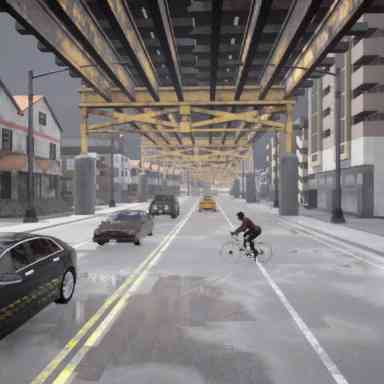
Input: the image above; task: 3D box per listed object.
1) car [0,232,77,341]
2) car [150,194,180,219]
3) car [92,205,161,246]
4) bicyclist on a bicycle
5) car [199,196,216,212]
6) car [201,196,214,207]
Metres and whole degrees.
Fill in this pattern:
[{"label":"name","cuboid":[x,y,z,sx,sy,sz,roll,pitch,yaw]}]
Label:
[{"label":"car","cuboid":[-3.473,1.505,5.412,1.837,1.490,4.892,0,0,2]},{"label":"car","cuboid":[-2.325,1.194,28.922,2.150,2.045,5.566,0,0,3]},{"label":"car","cuboid":[-2.976,1.547,15.726,2.033,1.411,5.357,0,0,3]},{"label":"bicyclist on a bicycle","cuboid":[1.704,1.452,10.501,1.656,1.620,0.582,-1,0,3]},{"label":"car","cuboid":[1.772,1.390,38.194,1.882,1.535,5.008,0,0,3]},{"label":"car","cuboid":[2.237,1.316,48.590,1.837,1.490,4.892,0,1,3]}]
